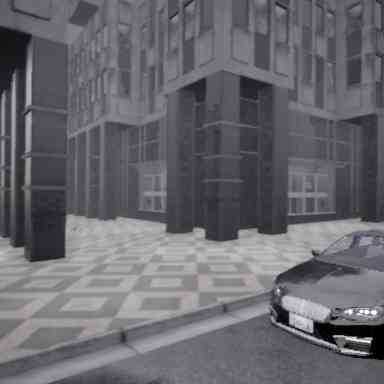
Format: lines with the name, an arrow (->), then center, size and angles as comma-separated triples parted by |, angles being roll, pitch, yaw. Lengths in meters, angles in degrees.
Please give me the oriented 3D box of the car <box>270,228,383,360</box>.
car -> 3.438, 1.448, 5.831 | 4.902, 1.511, 2.128 | 0, 0, -36
